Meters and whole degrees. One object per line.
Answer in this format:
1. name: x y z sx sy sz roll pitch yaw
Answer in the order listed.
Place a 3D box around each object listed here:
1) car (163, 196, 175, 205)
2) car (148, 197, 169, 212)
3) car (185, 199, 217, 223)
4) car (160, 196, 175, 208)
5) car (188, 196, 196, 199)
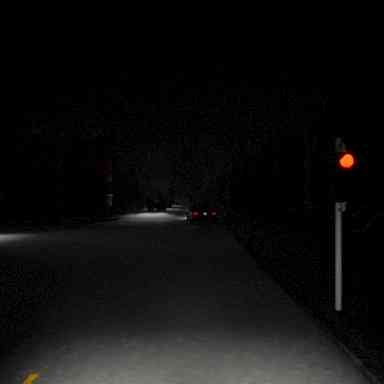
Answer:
1. car: -4.054 1.525 58.541 1.812 1.442 4.674 0 0 0
2. car: -4.099 1.601 39.424 1.895 1.301 4.718 0 0 0
3. car: 0.597 1.547 25.310 2.033 1.411 5.357 0 0 -6
4. car: -4.087 1.352 48.387 2.097 1.767 4.553 0 0 0
5. car: 0.042 1.680 74.443 1.837 1.490 4.892 0 0 0
